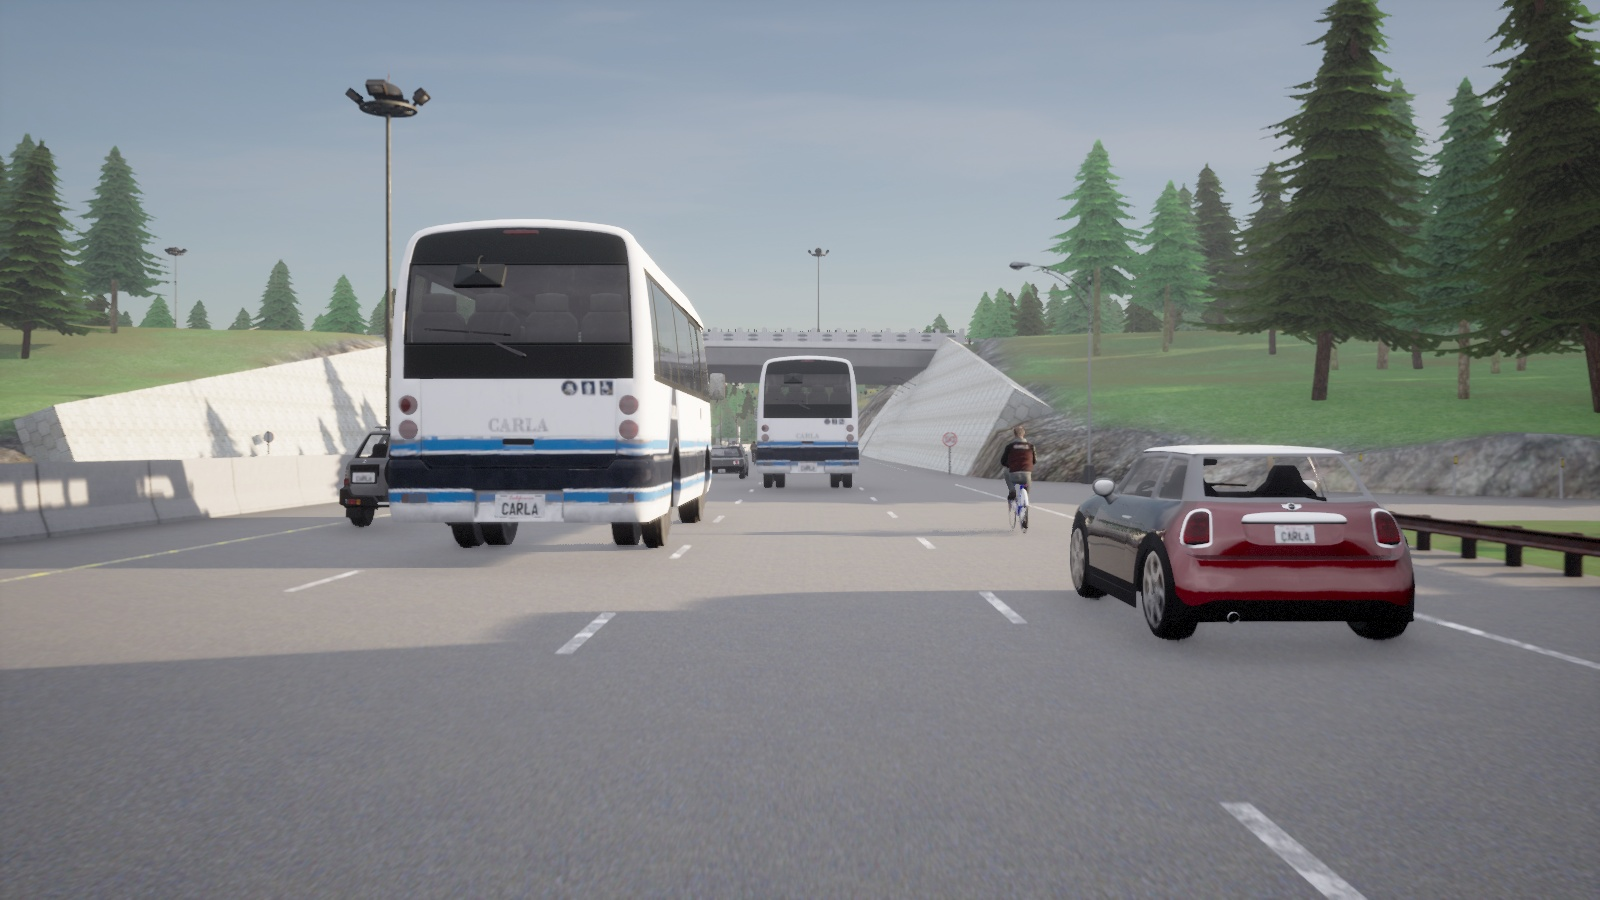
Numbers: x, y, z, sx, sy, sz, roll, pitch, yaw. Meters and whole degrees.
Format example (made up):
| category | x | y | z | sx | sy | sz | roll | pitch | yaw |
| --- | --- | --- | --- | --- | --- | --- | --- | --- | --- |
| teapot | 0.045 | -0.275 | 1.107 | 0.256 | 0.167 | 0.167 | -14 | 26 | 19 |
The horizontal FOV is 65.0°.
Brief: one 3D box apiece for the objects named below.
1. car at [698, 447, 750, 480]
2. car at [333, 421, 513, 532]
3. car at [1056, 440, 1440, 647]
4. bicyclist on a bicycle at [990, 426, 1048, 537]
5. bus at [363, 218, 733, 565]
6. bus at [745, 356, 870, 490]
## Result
| category | x | y | z | sx | sy | sz | roll | pitch | yaw |
| --- | --- | --- | --- | --- | --- | --- | --- | --- | --- |
| car | -3.180 | 0.543 | 53.547 | 1.895 | 1.301 | 4.718 | 0 | 0 | 0 |
| car | -6.852 | 0.426 | 23.365 | 1.932 | 1.855 | 4.605 | 0 | 0 | 0 |
| car | 3.575 | 0.654 | 10.835 | 1.970 | 1.475 | 3.806 | 0 | 0 | 0 |
| bicyclist on a bicycle | 3.635 | 0.502 | 20.992 | 0.659 | 1.776 | 1.843 | 0 | 1 | 0 |
| bus | -3.367 | -0.749 | 20.573 | 3.944 | 4.253 | 10.273 | 0 | 0 | 0 |
| bus | 0.272 | -0.882 | 44.854 | 3.944 | 4.253 | 10.273 | 0 | 0 | 0 |
